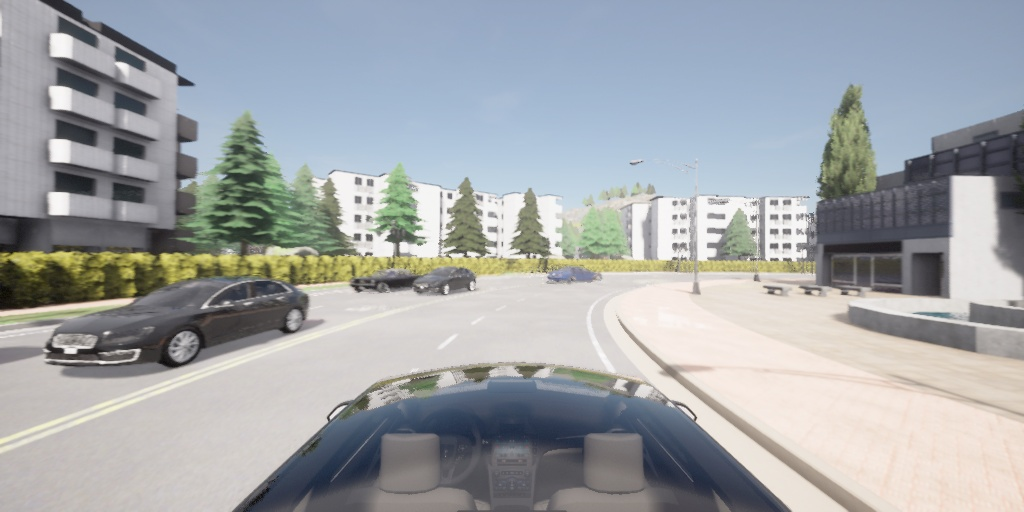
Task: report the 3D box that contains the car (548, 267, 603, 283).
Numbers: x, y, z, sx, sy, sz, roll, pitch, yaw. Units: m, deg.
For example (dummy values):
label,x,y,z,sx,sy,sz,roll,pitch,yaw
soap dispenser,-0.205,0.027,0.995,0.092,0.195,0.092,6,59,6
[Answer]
label,x,y,z,sx,sy,sz,roll,pitch,yaw
car,5.587,1.627,31.362,5.357,1.411,2.033,1,-1,-36

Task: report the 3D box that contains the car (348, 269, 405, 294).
label,x,y,z,sx,sy,sz,roll,pitch,yaw
car,-7.312,1.443,21.368,1.895,1.301,4.718,0,-1,21

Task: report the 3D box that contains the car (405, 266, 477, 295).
label,x,y,z,sx,sy,sz,roll,pitch,yaw
car,-3.751,1.376,20.814,1.837,1.490,4.892,0,0,22

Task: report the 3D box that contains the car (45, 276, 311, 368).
label,x,y,z,sx,sy,sz,roll,pitch,yaw
car,-6.627,1.241,7.975,1.837,1.490,4.892,1,0,5
